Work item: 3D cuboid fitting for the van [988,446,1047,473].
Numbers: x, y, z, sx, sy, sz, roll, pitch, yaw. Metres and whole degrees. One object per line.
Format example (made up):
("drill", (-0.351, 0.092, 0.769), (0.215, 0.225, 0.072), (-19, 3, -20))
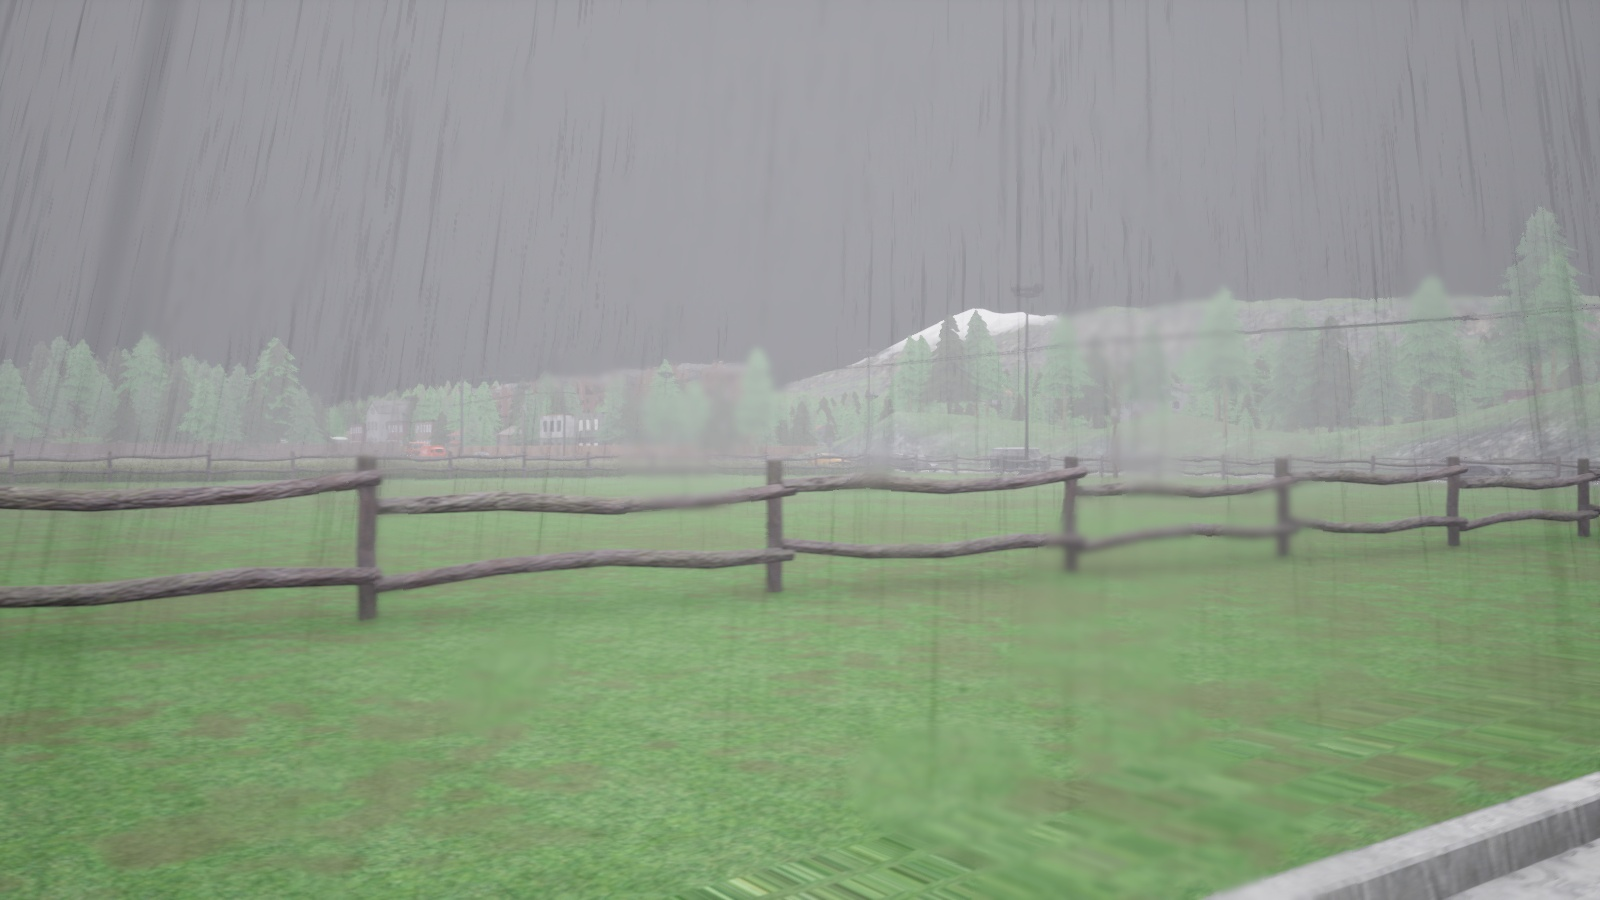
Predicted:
("van", (16.460, 0.704, 95.107), (1.775, 1.987, 4.442), (0, 0, -36))

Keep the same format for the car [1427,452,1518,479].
("car", (38.103, 0.857, 71.215), (1.816, 1.474, 4.193), (0, 0, -36))

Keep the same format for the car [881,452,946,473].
("car", (8.469, 0.923, 94.203), (2.128, 1.511, 4.902), (0, 0, -36))
